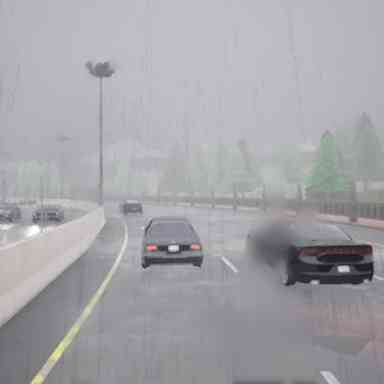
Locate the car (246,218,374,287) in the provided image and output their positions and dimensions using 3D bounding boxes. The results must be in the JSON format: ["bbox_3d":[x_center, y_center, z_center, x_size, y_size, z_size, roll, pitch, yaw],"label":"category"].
[{"bbox_3d":[2.954,1.470,9.445,1.882,1.535,5.008,0,0,-5],"label":"car"}]

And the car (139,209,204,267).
[{"bbox_3d":[-0.777,1.554,11.417,2.033,1.411,5.357,0,0,-7],"label":"car"}]

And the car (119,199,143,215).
[{"bbox_3d":[-6.501,1.511,34.898,1.882,1.535,5.008,0,0,-20],"label":"car"}]
